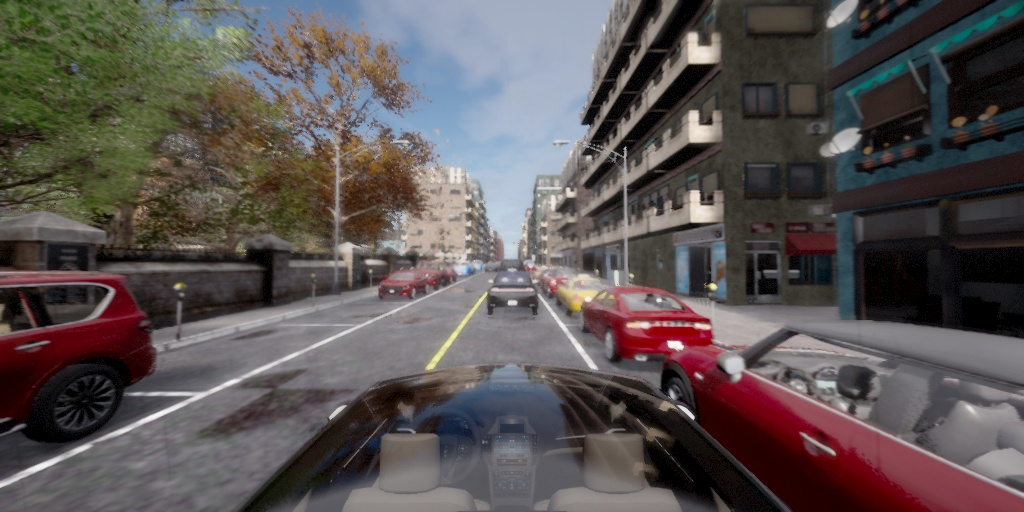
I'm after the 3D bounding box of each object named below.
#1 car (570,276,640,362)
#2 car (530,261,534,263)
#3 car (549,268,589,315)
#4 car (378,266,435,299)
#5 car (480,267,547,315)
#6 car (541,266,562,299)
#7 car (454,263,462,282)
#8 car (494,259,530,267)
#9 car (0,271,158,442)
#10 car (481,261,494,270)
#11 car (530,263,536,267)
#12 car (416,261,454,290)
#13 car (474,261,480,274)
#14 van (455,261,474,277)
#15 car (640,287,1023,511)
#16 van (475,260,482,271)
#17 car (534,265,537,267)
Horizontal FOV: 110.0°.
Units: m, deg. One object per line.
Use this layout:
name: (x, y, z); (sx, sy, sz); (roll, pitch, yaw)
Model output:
car: (2.691, 1.354, 8.167); (1.888, 1.381, 4.507); (0, 0, 0)
car: (2.660, 1.655, 52.353); (1.967, 1.591, 4.097); (0, 0, 0)
car: (2.691, 1.385, 13.862); (1.751, 1.417, 4.829); (0, 0, 0)
car: (-5.690, 1.456, 19.215); (1.888, 1.381, 4.507); (0, 0, 0)
car: (0.040, 1.357, 14.253); (2.128, 1.511, 4.902); (0, 0, 1)
car: (2.691, 1.350, 19.215); (1.967, 1.591, 4.097); (0, 0, 0)
car: (-5.690, 1.557, 30.261); (1.888, 1.381, 4.507); (0, 0, 0)
car: (0.028, 1.216, 28.181); (2.150, 2.045, 5.566); (0, 0, 0)
car: (-5.689, 1.074, 2.646); (2.192, 1.841, 5.009); (0, 0, 0)
car: (-3.080, 1.708, 53.988); (1.882, 1.535, 5.008); (0, -1, 0)
car: (2.691, 1.537, 30.431); (1.751, 1.417, 4.829); (0, 0, 0)
car: (-5.690, 1.276, 24.738); (2.192, 1.841, 5.009); (0, 0, 0)
car: (-5.674, 1.731, 46.831); (1.948, 1.339, 4.313); (0, 0, 0)
van: (-5.699, 1.455, 41.308); (1.690, 1.789, 3.998); (0, 0, 0)
car: (2.692, 1.198, 2.645); (1.967, 1.591, 4.097); (0, 0, 0)
van: (-5.657, 1.608, 57.878); (1.690, 1.789, 3.998); (0, 0, 0)
car: (2.691, 1.543, 24.738); (1.802, 1.307, 4.207); (0, 0, 0)
